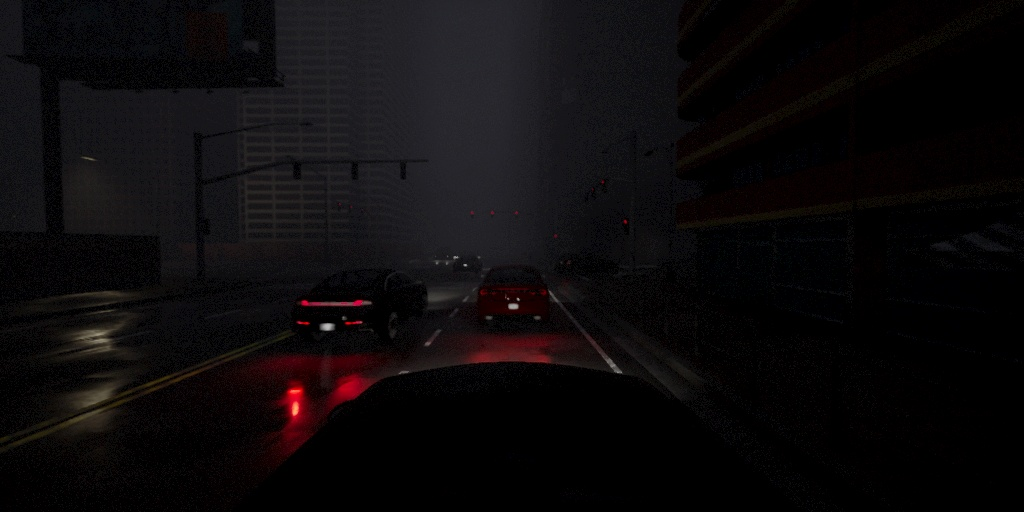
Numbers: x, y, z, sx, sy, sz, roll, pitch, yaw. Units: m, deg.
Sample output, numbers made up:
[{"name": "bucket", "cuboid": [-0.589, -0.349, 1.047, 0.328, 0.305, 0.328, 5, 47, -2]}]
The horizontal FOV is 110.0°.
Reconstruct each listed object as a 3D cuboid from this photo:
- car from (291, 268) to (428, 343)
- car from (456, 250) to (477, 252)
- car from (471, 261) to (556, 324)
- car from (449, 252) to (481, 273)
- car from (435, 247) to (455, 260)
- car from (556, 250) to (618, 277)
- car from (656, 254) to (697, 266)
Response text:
[{"name": "car", "cuboid": [-3.460, 1.052, 9.095, 2.128, 1.511, 4.902, 0, 1, 0]}, {"name": "car", "cuboid": [-7.275, -0.140, 57.640, 2.033, 1.411, 5.357, 0, 1, 0]}, {"name": "car", "cuboid": [0.035, 0.991, 10.906, 1.882, 1.535, 5.008, 0, 1, 0]}, {"name": "car", "cuboid": [-3.528, 0.610, 29.116, 1.994, 1.385, 4.181, 0, 1, 0]}, {"name": "car", "cuboid": [-10.772, -0.462, 57.487, 2.150, 2.045, 5.566, 0, 2, 0]}, {"name": "car", "cuboid": [5.434, 0.476, 25.931, 4.553, 1.767, 2.097, -1, 2, -24]}, {"name": "car", "cuboid": [17.582, 0.430, 37.183, 4.718, 1.301, 1.895, 0, 1, 0]}]
